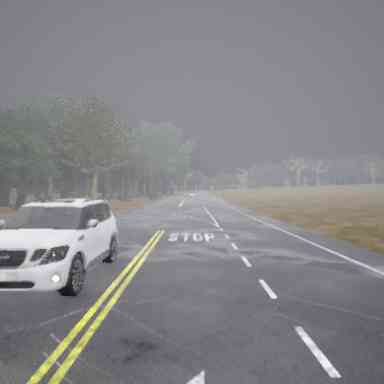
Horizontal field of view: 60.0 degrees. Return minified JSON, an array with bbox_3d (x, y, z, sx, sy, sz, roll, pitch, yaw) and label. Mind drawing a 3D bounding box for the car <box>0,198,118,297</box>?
[{"bbox_3d":[-3.500,1.218,8.882,2.150,2.045,5.566,0,0,0],"label":"car"}]
